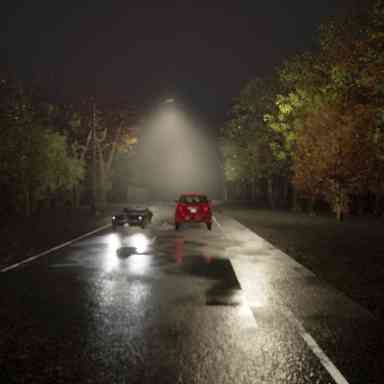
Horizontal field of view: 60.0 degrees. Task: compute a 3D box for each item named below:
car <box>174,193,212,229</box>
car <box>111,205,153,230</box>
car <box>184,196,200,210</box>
[{"bbox_3d":[0.074,1.094,20.832,2.150,2.045,5.566,0,0,0],"label":"car"},{"bbox_3d":[-3.538,1.476,20.265,1.895,1.301,4.718,0,0,0],"label":"car"},{"bbox_3d":[-0.013,1.277,40.468,1.812,1.442,4.674,0,1,0],"label":"car"}]
